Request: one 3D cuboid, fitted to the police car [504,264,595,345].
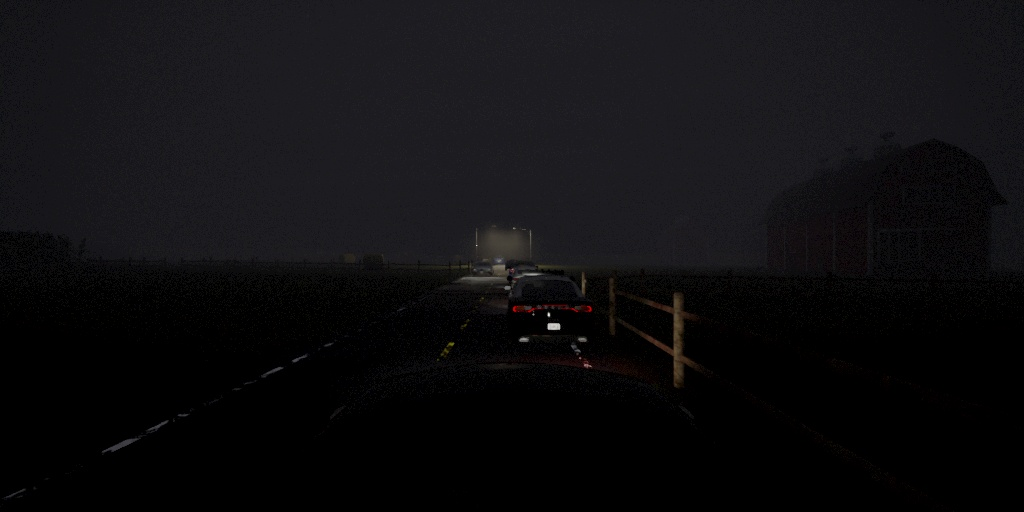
[{"bbox_3d":[0.819,1.174,9.607,1.930,1.638,5.238,0,0,0],"label":"police car"}]

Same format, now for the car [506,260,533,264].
[{"bbox_3d":[0.806,1.099,25.467,2.097,1.767,4.553,0,0,0],"label":"car"}]

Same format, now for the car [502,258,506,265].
[{"bbox_3d":[0.020,1.220,49.789,1.882,1.535,5.008,0,0,0],"label":"car"}]

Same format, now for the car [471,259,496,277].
[{"bbox_3d":[-2.876,1.271,36.170,1.812,1.442,4.674,0,0,0],"label":"car"}]
